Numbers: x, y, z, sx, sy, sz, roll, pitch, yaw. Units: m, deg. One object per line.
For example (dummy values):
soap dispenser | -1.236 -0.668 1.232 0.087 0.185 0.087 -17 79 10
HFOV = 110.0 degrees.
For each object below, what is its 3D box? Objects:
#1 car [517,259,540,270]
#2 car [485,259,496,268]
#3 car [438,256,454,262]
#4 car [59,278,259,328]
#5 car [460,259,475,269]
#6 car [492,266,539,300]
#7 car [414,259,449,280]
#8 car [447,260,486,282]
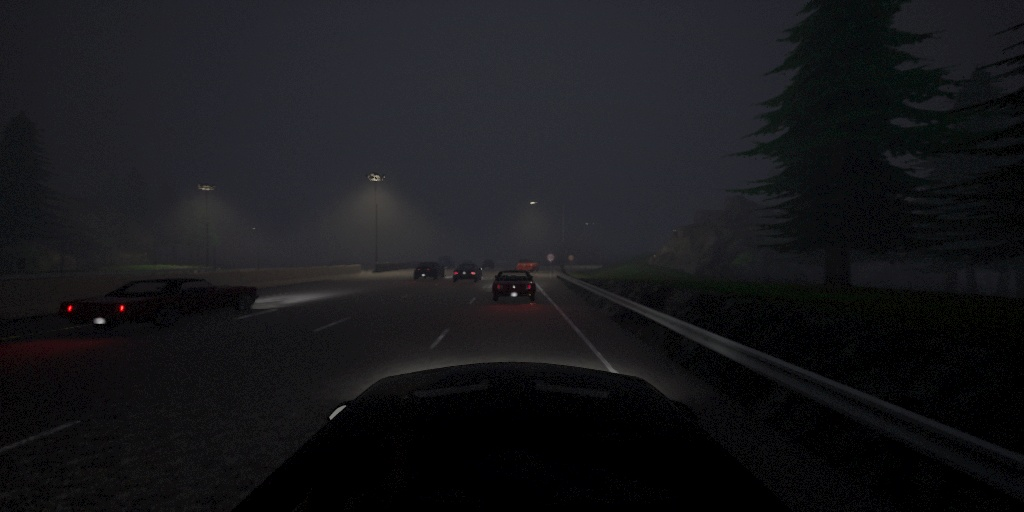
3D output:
car | 2.007 1.103 43.692 2.097 1.767 4.553 0 0 15
car | -3.516 1.265 54.361 1.837 1.490 4.892 0 0 0
car | -10.516 0.986 57.176 2.150 2.045 5.566 0 0 0
car | -10.403 1.347 11.264 1.895 1.301 4.718 0 0 0
car | -7.015 1.291 57.118 1.812 1.442 4.674 0 0 0
car | 0.085 1.344 17.495 1.895 1.301 4.718 0 0 0
car | -6.949 1.242 30.525 1.837 1.490 4.892 0 0 0
car | -3.444 1.285 28.365 2.033 1.411 5.357 0 0 0
